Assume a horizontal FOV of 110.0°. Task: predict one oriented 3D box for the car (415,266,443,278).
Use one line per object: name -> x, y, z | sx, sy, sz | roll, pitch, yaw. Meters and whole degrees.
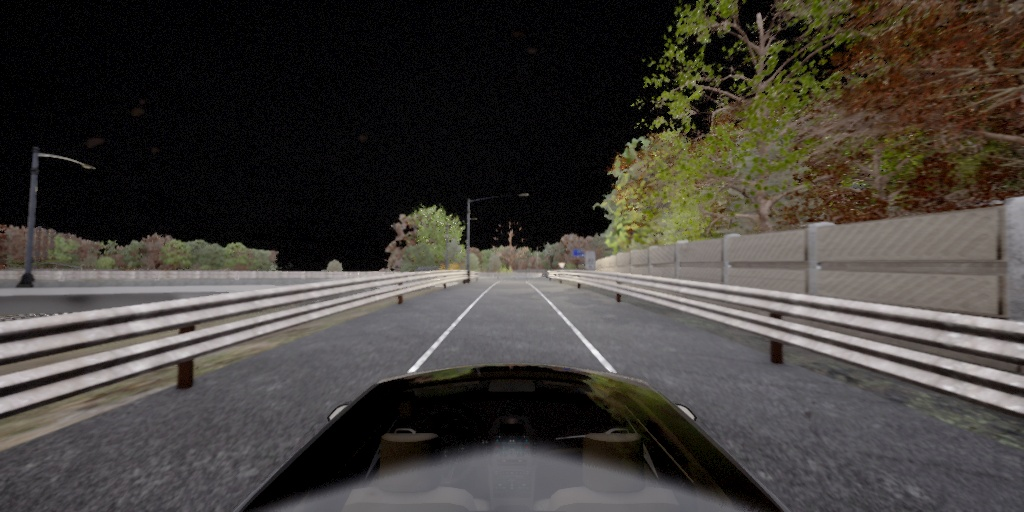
car -> -10.992, 2.482, 50.382 | 2.150, 2.045, 5.566 | -3, -4, 44
